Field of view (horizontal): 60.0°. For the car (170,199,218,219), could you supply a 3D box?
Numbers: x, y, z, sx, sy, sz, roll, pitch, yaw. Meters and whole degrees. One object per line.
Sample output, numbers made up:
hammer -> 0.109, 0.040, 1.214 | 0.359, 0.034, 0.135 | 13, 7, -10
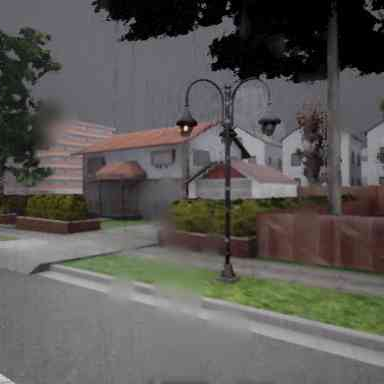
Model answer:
car -> 0.436, 1.148, 20.007 | 1.970, 1.475, 3.806 | 0, 0, 36
